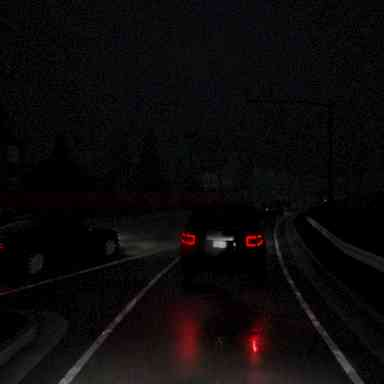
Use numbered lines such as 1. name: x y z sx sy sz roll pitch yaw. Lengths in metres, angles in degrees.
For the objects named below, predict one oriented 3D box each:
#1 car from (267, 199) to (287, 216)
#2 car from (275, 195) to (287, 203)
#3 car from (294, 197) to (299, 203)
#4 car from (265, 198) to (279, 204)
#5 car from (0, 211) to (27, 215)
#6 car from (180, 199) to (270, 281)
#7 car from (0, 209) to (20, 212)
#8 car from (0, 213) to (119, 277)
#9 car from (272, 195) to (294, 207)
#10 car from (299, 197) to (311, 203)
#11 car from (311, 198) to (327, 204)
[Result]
1. car: 8.795 1.835 36.718 1.994 1.385 4.181 0 0 27
2. car: 24.237 1.760 90.230 2.150 2.045 5.566 0 0 27
3. car: 27.528 2.182 88.976 2.128 1.511 4.902 0 0 27
4. car: 19.482 2.119 80.922 2.128 1.511 4.902 0 0 27
5. car: -6.628 1.664 14.236 1.994 1.385 4.181 0 0 27
6. car: 1.114 1.301 10.330 2.150 2.045 5.566 0 0 10
7. car: -9.238 1.623 16.818 1.837 1.490 4.892 0 0 27
8. car: -4.462 1.554 10.782 1.882 1.535 5.008 0 -1 27
9. car: 16.153 1.786 58.810 2.097 1.767 4.553 0 0 27
10. car: 29.304 1.983 84.761 2.097 1.767 4.553 0 0 27
11. car: 29.800 2.132 78.040 1.994 1.385 4.181 0 0 27
